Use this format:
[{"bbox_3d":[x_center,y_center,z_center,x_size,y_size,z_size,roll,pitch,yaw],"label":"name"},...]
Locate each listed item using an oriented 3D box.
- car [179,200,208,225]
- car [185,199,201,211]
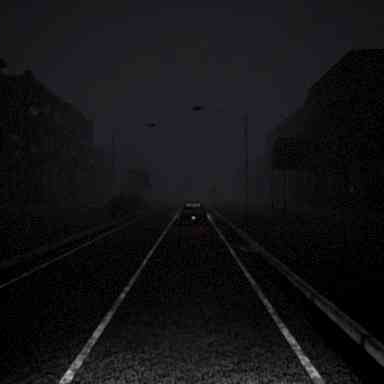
[{"bbox_3d":[0.097,1.469,23.902,2.128,1.511,4.902,0,0,0],"label":"car"},{"bbox_3d":[0.095,1.623,41.844,1.895,1.301,4.718,0,0,0],"label":"car"}]
